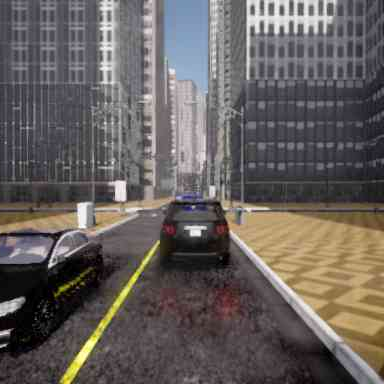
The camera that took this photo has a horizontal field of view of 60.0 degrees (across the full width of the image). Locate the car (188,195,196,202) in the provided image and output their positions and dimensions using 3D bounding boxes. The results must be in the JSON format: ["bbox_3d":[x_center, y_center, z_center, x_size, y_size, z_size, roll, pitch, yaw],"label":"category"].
[{"bbox_3d":[-0.002,1.601,82.825,1.812,1.442,4.674,0,0,0],"label":"car"}]

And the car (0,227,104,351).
[{"bbox_3d":[-3.099,1.491,6.436,2.128,1.511,4.902,0,0,0],"label":"car"}]

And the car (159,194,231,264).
[{"bbox_3d":[0.098,1.223,11.893,2.150,2.045,5.566,0,0,0],"label":"car"}]
